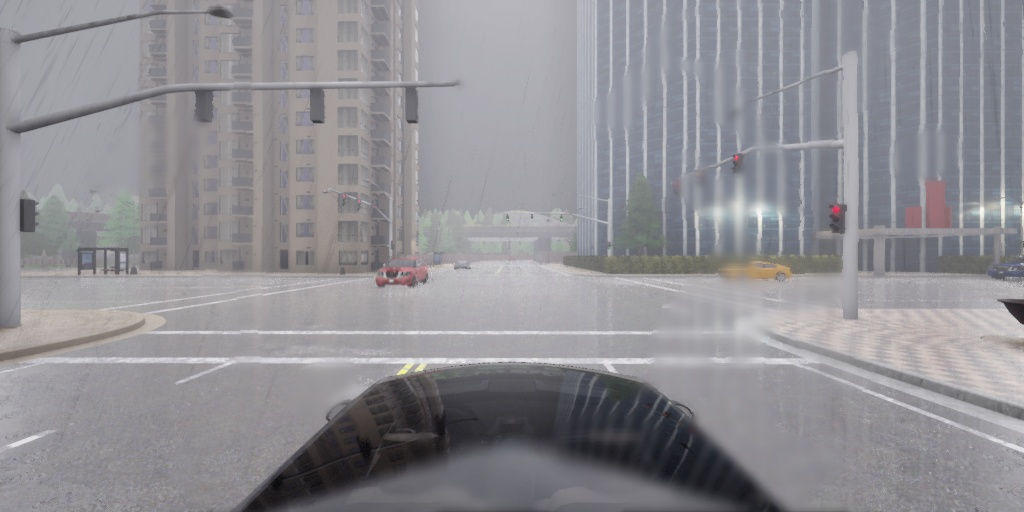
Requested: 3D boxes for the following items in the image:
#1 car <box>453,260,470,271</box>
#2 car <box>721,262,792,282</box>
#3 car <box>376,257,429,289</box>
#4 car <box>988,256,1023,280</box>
[{"bbox_3d":[-7.002,1.300,50.555,1.812,1.442,4.674,0,1,0],"label":"car"},{"bbox_3d":[19.223,1.227,28.353,5.008,1.535,1.882,0,0,-1],"label":"car"},{"bbox_3d":[-7.000,1.072,23.547,2.150,2.045,5.566,0,0,0],"label":"car"},{"bbox_3d":[41.710,0.970,28.562,5.566,2.045,2.150,0,0,0],"label":"car"}]
